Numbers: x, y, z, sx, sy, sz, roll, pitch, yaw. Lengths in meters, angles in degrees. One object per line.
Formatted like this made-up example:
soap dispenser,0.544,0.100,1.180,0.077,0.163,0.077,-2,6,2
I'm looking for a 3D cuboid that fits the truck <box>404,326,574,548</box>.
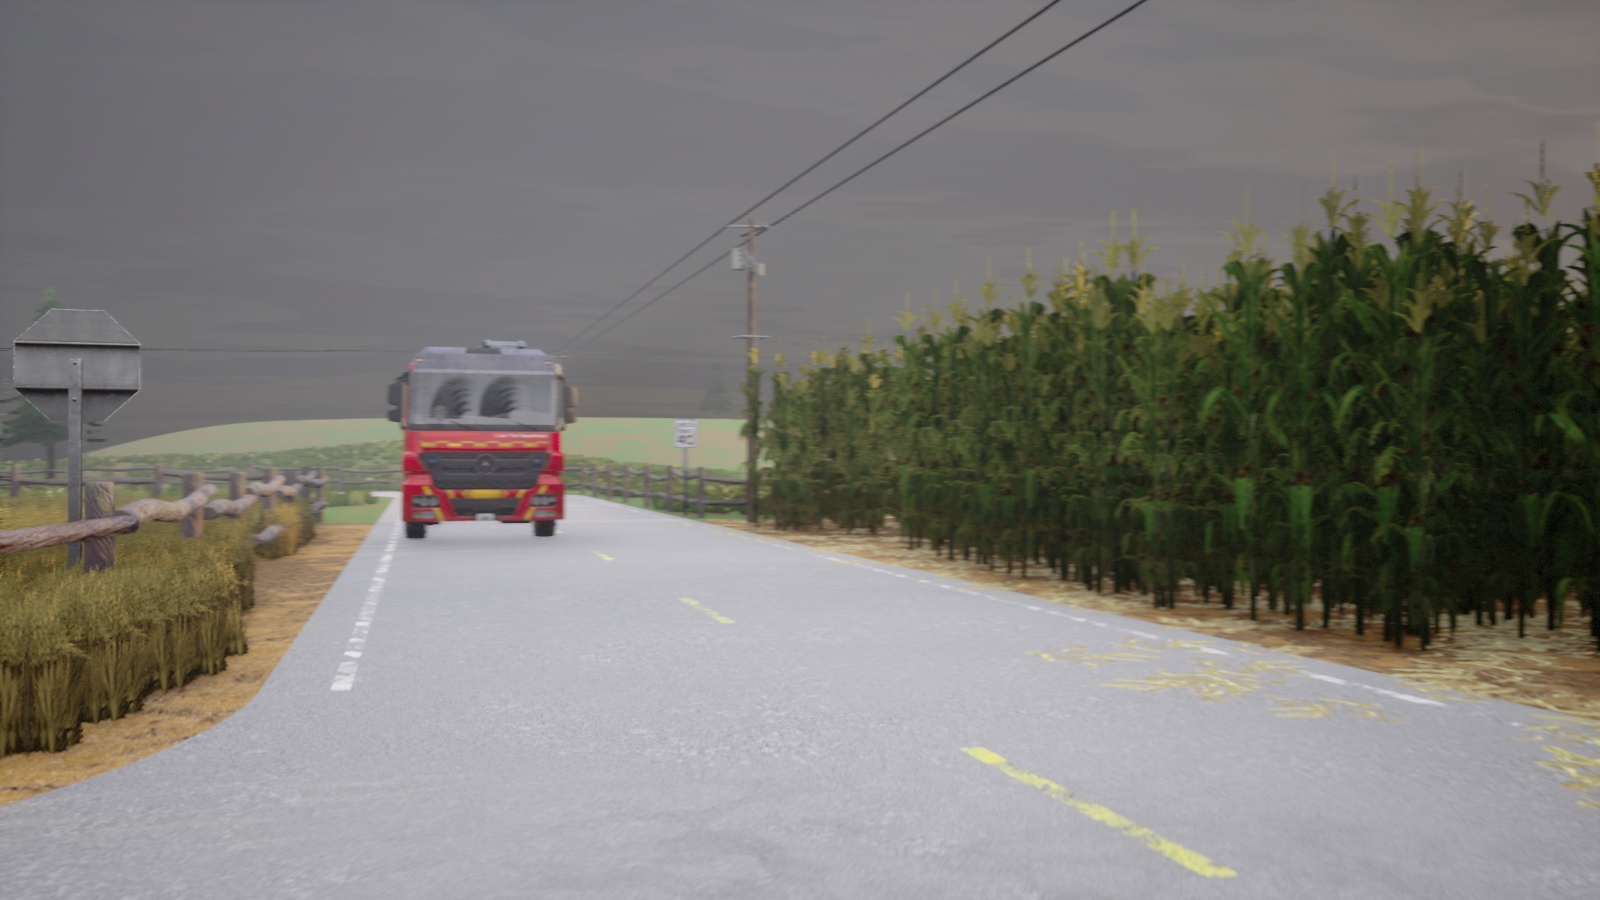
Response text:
truck,-6.642,-0.191,26.149,2.891,3.827,8.468,0,0,-16
